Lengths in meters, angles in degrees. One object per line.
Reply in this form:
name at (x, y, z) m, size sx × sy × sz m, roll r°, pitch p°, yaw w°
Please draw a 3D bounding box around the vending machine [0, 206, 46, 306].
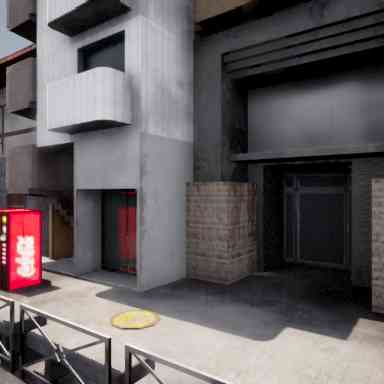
vending machine at (-4.215, 1.415, 7.859) m, size 0.880 × 2.100 × 1.100 m, roll 0°, pitch 0°, yaw 36°
